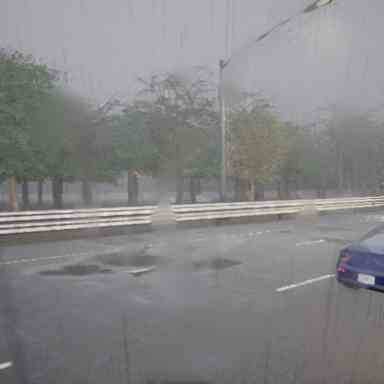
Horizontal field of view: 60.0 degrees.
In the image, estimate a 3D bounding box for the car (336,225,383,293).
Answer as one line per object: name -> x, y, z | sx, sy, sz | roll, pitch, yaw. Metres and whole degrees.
car -> 5.107, 1.422, 7.502 | 4.674, 1.442, 1.812 | -1, 1, -35
